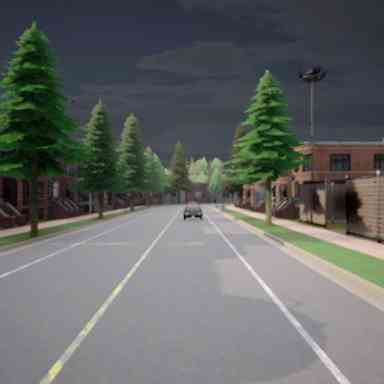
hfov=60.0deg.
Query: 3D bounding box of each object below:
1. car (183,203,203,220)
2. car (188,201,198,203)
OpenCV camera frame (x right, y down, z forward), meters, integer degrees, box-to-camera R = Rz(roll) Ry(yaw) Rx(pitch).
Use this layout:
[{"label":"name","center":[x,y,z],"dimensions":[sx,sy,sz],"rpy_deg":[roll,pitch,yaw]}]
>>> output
[{"label":"car","center":[0.102,2.071,33.310],"dimensions":[1.895,1.301,4.718],"rpy_deg":[0,-1,0]},{"label":"car","center":[0.103,1.972,44.093],"dimensions":[2.097,1.767,4.553],"rpy_deg":[0,-1,0]}]
